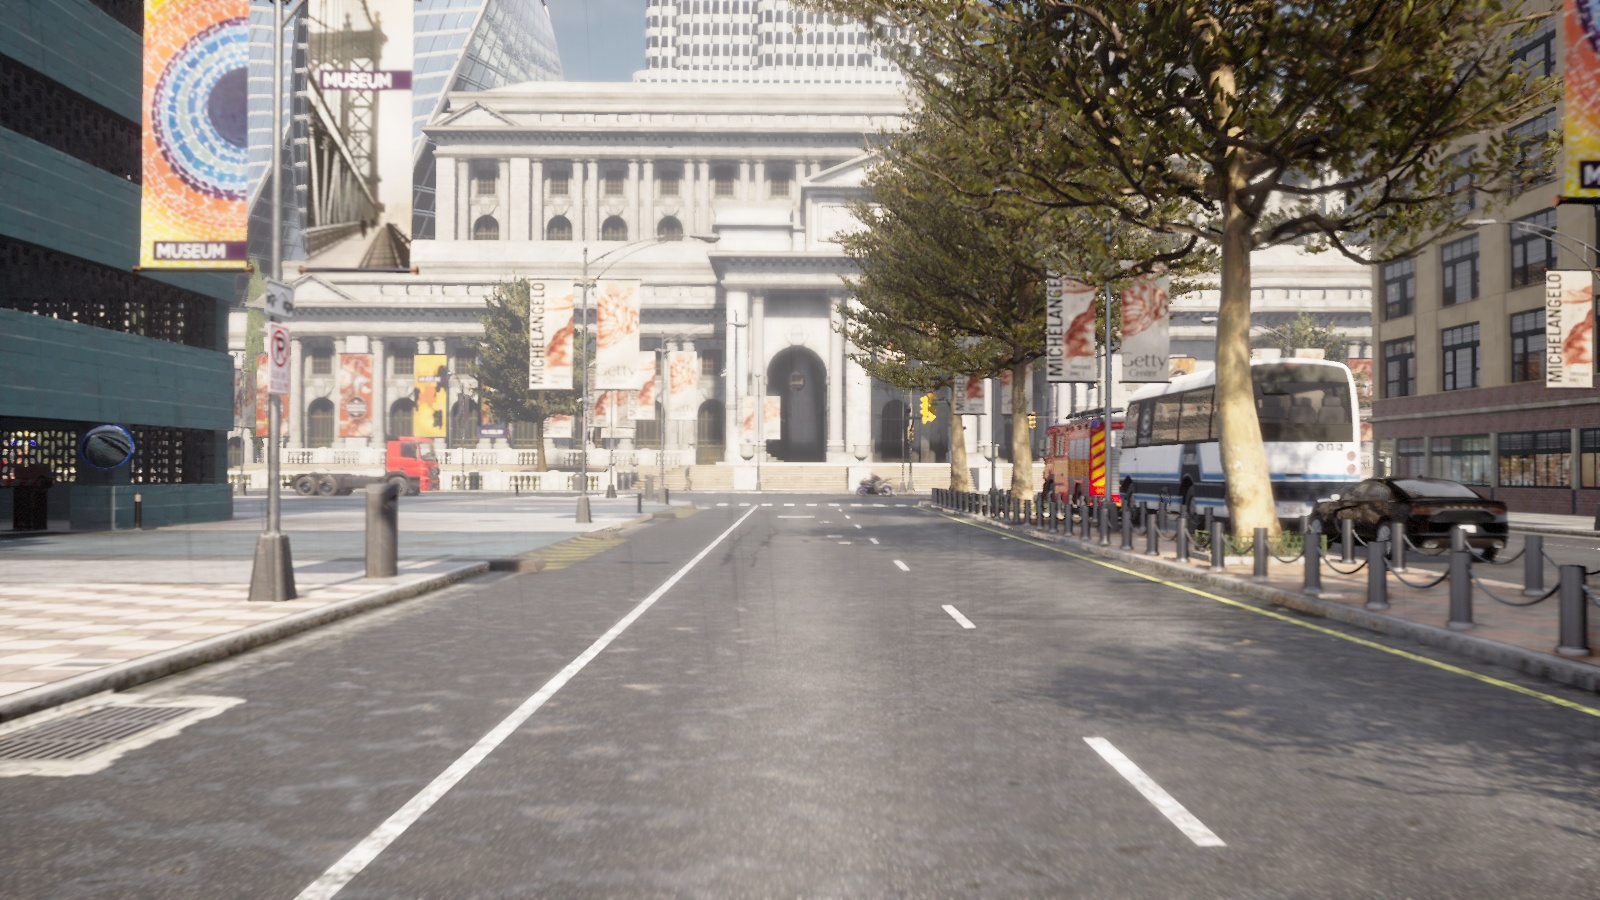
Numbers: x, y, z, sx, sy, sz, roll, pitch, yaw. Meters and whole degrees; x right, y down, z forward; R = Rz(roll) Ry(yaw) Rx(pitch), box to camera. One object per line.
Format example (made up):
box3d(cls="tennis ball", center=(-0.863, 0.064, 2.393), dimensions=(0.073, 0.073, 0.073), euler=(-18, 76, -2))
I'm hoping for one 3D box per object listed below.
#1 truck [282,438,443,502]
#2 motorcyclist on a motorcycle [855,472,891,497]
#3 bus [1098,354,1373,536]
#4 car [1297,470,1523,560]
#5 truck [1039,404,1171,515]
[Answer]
box3d(cls="truck", center=(-24.253, 1.099, 69.846), dimensions=(7.936, 3.462, 2.891), euler=(0, -1, 0))
box3d(cls="motorcyclist on a motorcycle", center=(4.452, 2.117, 76.792), dimensions=(2.191, 1.530, 0.866), euler=(0, -1, 0))
box3d(cls="bus", center=(11.410, -0.029, 34.535), dimensions=(3.944, 4.253, 10.273), euler=(0, -1, 0))
box3d(cls="car", center=(11.442, 1.149, 24.033), dimensions=(1.882, 1.535, 5.008), euler=(0, -1, 0))
box3d(cls="truck", center=(11.333, 0.402, 47.618), dimensions=(2.891, 3.827, 8.468), euler=(0, -1, 0))
